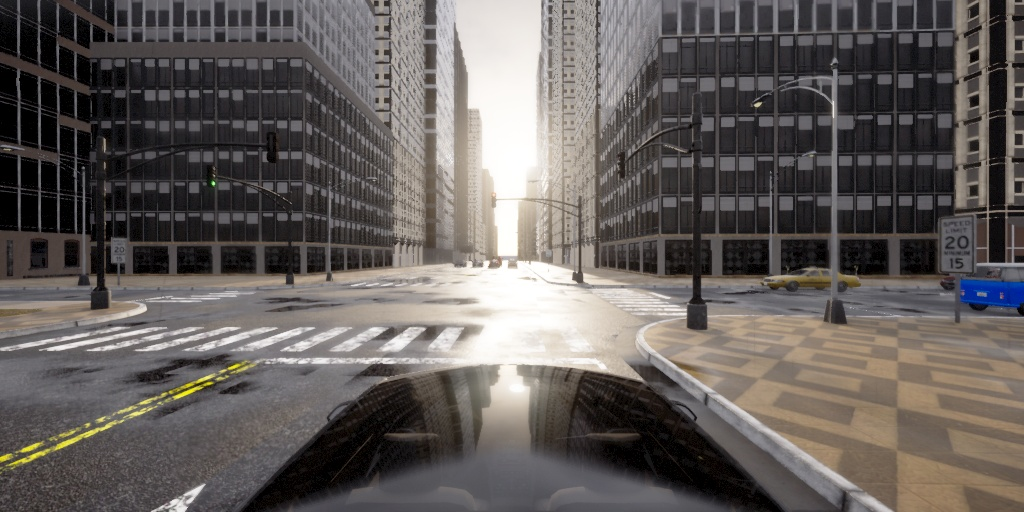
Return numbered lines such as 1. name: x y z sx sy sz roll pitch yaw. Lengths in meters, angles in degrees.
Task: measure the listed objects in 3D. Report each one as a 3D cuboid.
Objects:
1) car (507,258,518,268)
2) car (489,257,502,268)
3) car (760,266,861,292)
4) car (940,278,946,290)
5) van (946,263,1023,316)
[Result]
1. car: 0.124 1.408 63.338 2.033 1.411 5.357 0 0 0
2. car: -3.126 1.386 63.344 1.812 1.442 4.674 0 0 0
3. car: 17.124 1.293 20.719 4.829 1.417 1.751 0 0 2
4. car: 26.958 1.356 20.214 4.207 1.307 1.802 0 0 2
5. van: 18.378 1.119 12.544 3.998 1.789 1.690 0 0 2
